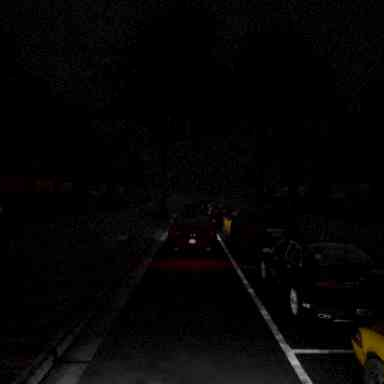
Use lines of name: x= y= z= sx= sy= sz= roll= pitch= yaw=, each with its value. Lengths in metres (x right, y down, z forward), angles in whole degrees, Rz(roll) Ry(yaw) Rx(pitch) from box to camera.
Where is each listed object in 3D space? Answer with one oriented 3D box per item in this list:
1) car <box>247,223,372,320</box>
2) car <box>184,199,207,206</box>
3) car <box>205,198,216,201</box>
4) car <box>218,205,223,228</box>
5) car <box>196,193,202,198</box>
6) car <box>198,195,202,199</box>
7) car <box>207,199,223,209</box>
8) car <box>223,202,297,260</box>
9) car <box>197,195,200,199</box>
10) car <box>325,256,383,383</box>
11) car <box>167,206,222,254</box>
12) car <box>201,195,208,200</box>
car: x=2.638 y=1.617 z=7.257 sx=2.008 sy=1.369 sz=4.403 roll=0 pitch=0 yaw=0
car: x=0.049 y=1.700 z=29.250 sx=1.882 sy=1.535 sz=5.008 roll=0 pitch=0 yaw=1
car: x=2.662 y=1.695 z=34.991 sx=1.967 sy=1.590 sz=4.097 roll=0 pitch=0 yaw=0
car: x=2.649 y=1.679 z=18.519 sx=1.752 sy=1.417 sz=4.829 roll=0 pitch=0 yaw=0
car: x=2.700 y=1.699 z=79.363 sx=2.192 sy=1.841 sz=5.009 roll=0 pitch=0 yaw=0
car: x=2.692 y=1.937 z=68.271 sx=1.947 sy=1.339 sz=4.313 roll=0 pitch=0 yaw=0
car: x=2.657 y=1.664 z=29.444 sx=1.967 sy=1.590 sz=4.097 roll=0 pitch=0 yaw=0
car: x=2.641 y=1.428 z=12.804 sx=2.192 sy=1.841 sz=5.009 roll=0 pitch=0 yaw=0
car: x=2.696 y=1.903 z=73.987 sx=1.752 sy=1.417 sz=4.829 roll=0 pitch=0 yaw=0
car: x=2.633 y=1.545 z=1.879 sx=1.752 sy=1.417 sz=4.829 roll=0 pitch=0 yaw=0
car: x=0.038 y=1.600 z=14.240 sx=1.882 sy=1.535 sz=5.008 roll=0 pitch=0 yaw=1
car: x=2.788 y=1.664 z=46.735 sx=2.097 sy=1.767 sz=4.553 roll=0 pitch=0 yaw=0
